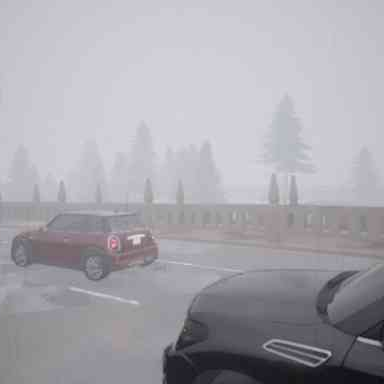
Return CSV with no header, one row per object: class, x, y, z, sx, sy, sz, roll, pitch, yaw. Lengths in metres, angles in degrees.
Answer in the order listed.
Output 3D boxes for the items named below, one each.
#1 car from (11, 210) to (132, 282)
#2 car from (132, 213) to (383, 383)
car,-3.289,1.329,9.909,4.553,1.767,2.097,0,0,31
car,2.386,1.208,2.148,5.566,2.045,2.150,0,0,36
